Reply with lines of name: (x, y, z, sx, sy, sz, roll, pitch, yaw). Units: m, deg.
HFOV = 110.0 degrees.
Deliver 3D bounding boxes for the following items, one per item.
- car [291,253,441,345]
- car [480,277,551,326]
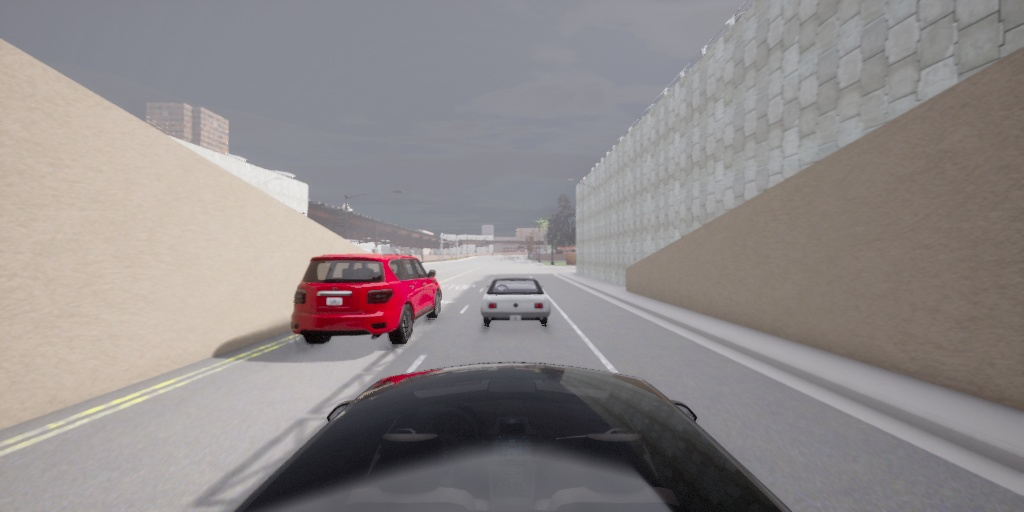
car: (-3.404, 0.960, 9.557, 2.150, 2.045, 5.566, 0, 0, 0)
car: (0.096, 1.336, 11.636, 1.895, 1.301, 4.718, 0, 0, 0)
